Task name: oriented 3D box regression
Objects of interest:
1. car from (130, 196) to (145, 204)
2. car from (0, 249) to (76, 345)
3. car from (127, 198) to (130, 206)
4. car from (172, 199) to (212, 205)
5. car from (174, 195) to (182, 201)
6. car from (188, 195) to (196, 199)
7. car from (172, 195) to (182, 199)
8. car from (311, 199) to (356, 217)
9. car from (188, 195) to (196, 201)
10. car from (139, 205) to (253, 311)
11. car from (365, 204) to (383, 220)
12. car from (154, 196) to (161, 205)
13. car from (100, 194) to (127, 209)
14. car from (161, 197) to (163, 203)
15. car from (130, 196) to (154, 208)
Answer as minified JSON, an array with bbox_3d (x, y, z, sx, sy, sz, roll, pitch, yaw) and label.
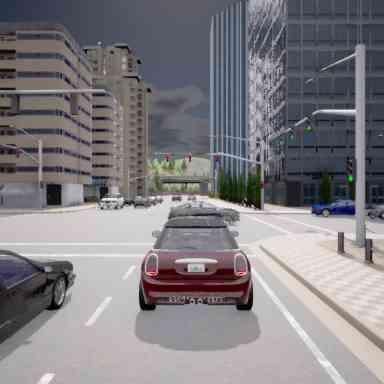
[{"bbox_3d":[-10.556,1.491,64.582,2.128,1.511,4.902,0,0,1],"label":"car"},{"bbox_3d":[-3.435,1.547,4.747,2.033,1.411,5.357,0,0,0],"label":"car"},{"bbox_3d":[-10.606,1.601,54.205,1.895,1.301,4.718,0,0,0],"label":"car"},{"bbox_3d":[0.795,1.445,22.705,4.902,1.511,2.128,0,0,0],"label":"car"},{"bbox_3d":[-3.522,1.509,84.311,2.033,1.411,5.357,0,0,0],"label":"car"},{"bbox_3d":[-0.020,1.547,75.818,1.994,1.385,4.181,0,0,0],"label":"car"},{"bbox_3d":[-3.520,1.470,74.700,1.882,1.535,5.008,0,0,0],"label":"car"},{"bbox_3d":[13.286,1.422,29.846,5.008,1.535,1.882,0,0,1],"label":"car"},{"bbox_3d":[-0.022,1.493,84.311,1.812,1.442,4.674,0,0,0],"label":"car"},{"bbox_3d":[0.081,1.352,7.946,2.097,1.767,4.553,0,0,0],"label":"car"},{"bbox_3d":[16.273,1.436,26.324,4.902,1.511,2.128,0,0,0],"label":"car"},{"bbox_3d":[-7.096,1.491,57.464,2.128,1.511,4.902,0,0,0],"label":"car"},{"bbox_3d":[-10.611,1.222,44.436,2.150,2.045,5.566,0,0,0],"label":"car"},{"bbox_3d":[-7.030,1.491,67.712,2.128,1.511,4.902,0,0,0],"label":"car"},{"bbox_3d":[-7.111,1.547,47.951,2.033,1.411,5.357,0,0,0],"label":"car"}]
